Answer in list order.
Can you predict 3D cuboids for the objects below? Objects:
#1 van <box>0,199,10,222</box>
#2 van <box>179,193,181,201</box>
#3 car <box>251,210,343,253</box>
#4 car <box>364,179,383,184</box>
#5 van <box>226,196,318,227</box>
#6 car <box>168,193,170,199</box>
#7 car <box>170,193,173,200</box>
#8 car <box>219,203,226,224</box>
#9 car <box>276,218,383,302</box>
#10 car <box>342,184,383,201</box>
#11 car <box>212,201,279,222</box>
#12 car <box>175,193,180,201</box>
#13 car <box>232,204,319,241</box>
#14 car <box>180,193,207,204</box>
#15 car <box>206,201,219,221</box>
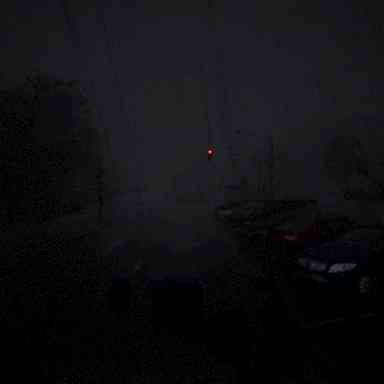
[{"bbox_3d":[-13.962,1.260,20.829,4.442,1.987,1.878,-1,0,-22],"label":"van"},{"bbox_3d":[0.295,1.365,66.815,4.442,1.987,1.878,0,0,-28],"label":"van"},{"bbox_3d":[4.601,1.504,11.107,4.674,1.452,2.002,1,0,-22],"label":"car"},{"bbox_3d":[22.331,-0.413,38.038,2.435,2.045,5.566,-7,4,-28],"label":"car"},{"bbox_3d":[4.313,1.229,17.096,4.442,1.987,1.878,1,0,-22],"label":"van"},{"bbox_3d":[-3.529,1.405,93.615,4.553,1.767,2.185,1,0,-28],"label":"car"},{"bbox_3d":[-1.715,1.300,81.769,5.566,2.045,2.435,0,0,-28],"label":"car"},{"bbox_3d":[4.325,1.326,20.171,4.553,1.767,2.185,1,0,-23],"label":"car"},{"bbox_3d":[4.676,1.509,8.083,4.674,1.452,2.002,1,0,-21],"label":"car"},{"bbox_3d":[19.363,0.164,37.657,2.002,1.452,4.674,-7,4,-28],"label":"car"},{"bbox_3d":[4.179,1.479,26.160,4.792,1.488,2.163,1,0,-23],"label":"car"},{"bbox_3d":[-0.039,1.332,69.836,5.566,2.045,2.435,1,0,-28],"label":"car"},{"bbox_3d":[4.527,1.462,14.124,4.892,1.521,2.231,1,0,-22],"label":"car"},{"bbox_3d":[0.759,1.475,63.874,4.553,1.767,2.185,0,0,-28],"label":"car"},{"bbox_3d":[3.983,1.442,23.105,5.366,1.575,1.946,1,0,-23],"label":"car"}]
